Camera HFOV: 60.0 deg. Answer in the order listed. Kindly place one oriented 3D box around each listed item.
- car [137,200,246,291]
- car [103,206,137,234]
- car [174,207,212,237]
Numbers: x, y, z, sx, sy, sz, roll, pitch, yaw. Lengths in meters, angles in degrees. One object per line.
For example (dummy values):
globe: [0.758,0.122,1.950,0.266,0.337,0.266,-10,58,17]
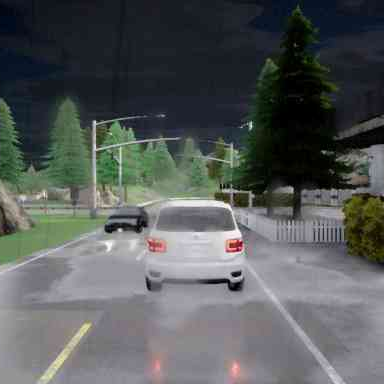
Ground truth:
car: [0.064,1.221,9.132,2.150,2.045,5.566,0,0,0]
car: [-3.625,1.548,19.449,2.033,1.411,5.357,0,0,0]
car: [0.017,1.601,18.895,1.895,1.301,4.718,0,0,0]
